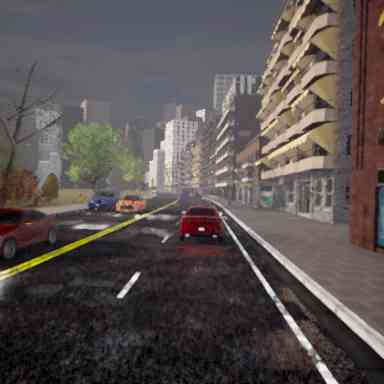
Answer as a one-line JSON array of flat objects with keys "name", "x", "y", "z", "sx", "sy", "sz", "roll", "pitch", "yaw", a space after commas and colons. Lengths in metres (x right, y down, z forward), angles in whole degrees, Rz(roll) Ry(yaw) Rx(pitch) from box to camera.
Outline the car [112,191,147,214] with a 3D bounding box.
[{"name": "car", "x": -5.556, "y": 1.033, "z": 31.057, "sx": 2.097, "sy": 1.767, "sz": 4.553, "roll": 2, "pitch": 0, "yaw": 2}]

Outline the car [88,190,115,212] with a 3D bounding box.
[{"name": "car", "x": -8.668, "y": 0.854, "z": 33.681, "sx": 2.150, "sy": 2.045, "sz": 5.566, "roll": 2, "pitch": 0, "yaw": 2}]

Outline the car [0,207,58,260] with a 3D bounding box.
[{"name": "car", "x": -6.285, "y": 1.286, "z": 11.549, "sx": 1.812, "sy": 1.442, "sz": 4.674, "roll": 2, "pitch": 0, "yaw": 2}]

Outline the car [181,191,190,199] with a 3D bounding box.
[{"name": "car", "x": -1.720, "y": 0.745, "z": 86.441, "sx": 2.150, "sy": 2.045, "sz": 5.566, "roll": 2, "pitch": 0, "yaw": -2}]

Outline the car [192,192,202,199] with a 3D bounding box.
[{"name": "car", "x": 1.511, "y": 1.090, "z": 86.869, "sx": 1.882, "sy": 1.535, "sz": 5.008, "roll": 2, "pitch": 0, "yaw": -2}]

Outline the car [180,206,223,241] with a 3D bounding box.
[{"name": "car", "x": 0.486, "y": 1.410, "z": 16.500, "sx": 1.882, "sy": 1.535, "sz": 5.008, "roll": 2, "pitch": 0, "yaw": 2}]
